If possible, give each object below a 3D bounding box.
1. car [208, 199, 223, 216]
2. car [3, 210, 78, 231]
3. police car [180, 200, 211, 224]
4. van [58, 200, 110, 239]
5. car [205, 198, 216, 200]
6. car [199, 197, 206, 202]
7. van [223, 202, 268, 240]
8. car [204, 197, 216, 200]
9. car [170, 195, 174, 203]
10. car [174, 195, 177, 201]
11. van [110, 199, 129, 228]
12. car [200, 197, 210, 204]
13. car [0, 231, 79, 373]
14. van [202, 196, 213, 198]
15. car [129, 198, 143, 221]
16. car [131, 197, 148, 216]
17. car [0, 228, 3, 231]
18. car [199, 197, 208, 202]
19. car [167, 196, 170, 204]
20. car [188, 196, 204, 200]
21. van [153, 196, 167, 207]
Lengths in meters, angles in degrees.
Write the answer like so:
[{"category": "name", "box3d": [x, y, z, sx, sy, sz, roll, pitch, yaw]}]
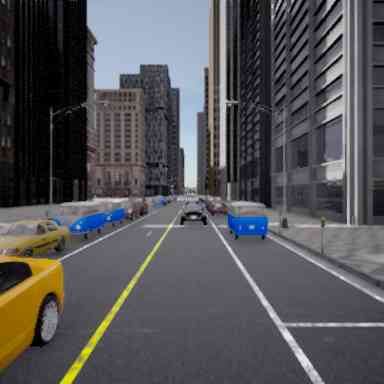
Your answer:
[{"category": "car", "box3d": [2.803, 1.734, 34.229, 1.802, 1.307, 4.206, 0, 0, 0]}, {"category": "car", "box3d": [-5.751, 1.576, 11.502, 1.752, 1.417, 4.829, 0, 0, 0]}, {"category": "police car", "box3d": [0.119, 1.619, 25.859, 2.038, 1.542, 4.974, 0, 0, 0]}, {"category": "van", "box3d": [-5.745, 1.418, 17.314, 1.690, 1.788, 3.998, 0, 0, 0]}, {"category": "car", "box3d": [2.810, 1.759, 39.869, 1.802, 1.307, 4.206, 0, 0, 0]}, {"category": "car", "box3d": [2.874, 1.956, 90.635, 1.947, 1.339, 4.313, 0, 0, 0]}, {"category": "van", "box3d": [2.781, 1.419, 17.308, 1.690, 1.788, 3.998, 0, 0, 0]}, {"category": "car", "box3d": [2.817, 1.767, 45.510, 1.947, 1.339, 4.313, 0, 0, 0]}, {"category": "car", "box3d": [-5.673, 1.887, 73.721, 1.947, 1.339, 4.313, 0, 0, 0]}, {"category": "car", "box3d": [-5.659, 1.807, 85.003, 1.967, 1.590, 4.097, 0, 0, 0]}, {"category": "van", "box3d": [-5.738, 1.442, 22.954, 1.690, 1.788, 3.998, 0, 0, 0]}, {"category": "car", "box3d": [2.852, 1.867, 73.713, 1.887, 1.381, 4.507, 0, 0, 0]}, {"category": "car", "box3d": [-3.062, 1.493, 3.530, 1.882, 1.535, 5.008, 0, 0, 1]}, {"category": "van", "box3d": [2.823, 1.567, 51.151, 1.690, 1.788, 3.998, 0, 0, 0]}, {"category": "car", "box3d": [-5.730, 1.566, 28.595, 1.967, 1.590, 4.097, 0, 0, 0]}, {"category": "car", "box3d": [-5.723, 1.466, 34.237, 2.192, 1.841, 5.009, 0, 0, 0]}, {"category": "car", "box3d": [-5.758, 1.577, 6.032, 2.008, 1.369, 4.403, 0, 0, 0]}, {"category": "car", "box3d": [2.867, 1.919, 84.994, 2.008, 1.369, 4.403, 0, 0, 0]}, {"category": "car", "box3d": [-5.687, 1.818, 62.440, 1.887, 1.381, 4.507, 0, 0, 0]}, {"category": "car", "box3d": [0.106, 1.702, 44.901, 2.163, 1.488, 4.792, 0, 0, 0]}, {"category": "van", "box3d": [-5.695, 1.590, 56.800, 1.690, 1.788, 3.998, 0, 0, 0]}]
